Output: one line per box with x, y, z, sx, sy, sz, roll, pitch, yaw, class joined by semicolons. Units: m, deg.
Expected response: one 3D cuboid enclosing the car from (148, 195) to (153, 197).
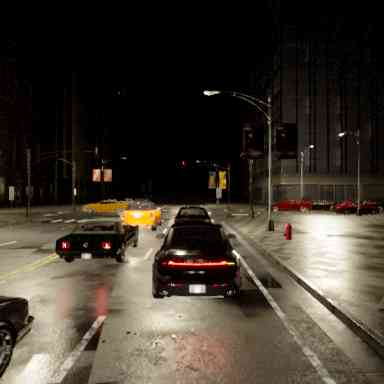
-9.612;1.593;71.825;2.150;2.045;5.566;0;0;0;car

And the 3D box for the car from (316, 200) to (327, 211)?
15.262;1.656;39.837;4.313;1.339;1.947;0;0;-1;car

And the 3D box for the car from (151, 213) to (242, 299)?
0.114;1.510;8.446;1.837;1.490;4.892;0;0;0;car

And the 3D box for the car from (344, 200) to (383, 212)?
20.902;1.637;39.914;4.313;1.339;1.947;0;0;-1;car

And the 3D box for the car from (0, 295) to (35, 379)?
-3.153;1.548;2.269;2.033;1.411;5.357;0;0;0;car

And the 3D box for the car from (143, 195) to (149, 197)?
-9.697;1.833;61.117;2.033;1.411;5.357;0;0;0;car

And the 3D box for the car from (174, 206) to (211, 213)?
0.035;1.507;17.937;1.882;1.535;5.008;0;0;0;car

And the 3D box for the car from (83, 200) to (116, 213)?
-9.382;1.601;36.653;5.008;1.535;1.882;0;0;-1;car

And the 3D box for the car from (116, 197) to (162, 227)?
-3.109;1.393;21.050;2.097;1.767;4.553;0;0;0;car

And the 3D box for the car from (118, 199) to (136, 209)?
-9.746;1.738;50.463;1.812;1.442;4.674;0;0;0;car

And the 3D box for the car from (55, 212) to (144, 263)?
-3.125;1.614;12.056;1.895;1.301;4.718;0;0;0;car

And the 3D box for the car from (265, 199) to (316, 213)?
10.652;1.552;37.020;5.008;1.535;1.882;0;-1;-1;car

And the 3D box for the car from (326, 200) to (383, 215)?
15.376;1.572;31.313;4.206;1.307;1.802;0;0;-1;car
